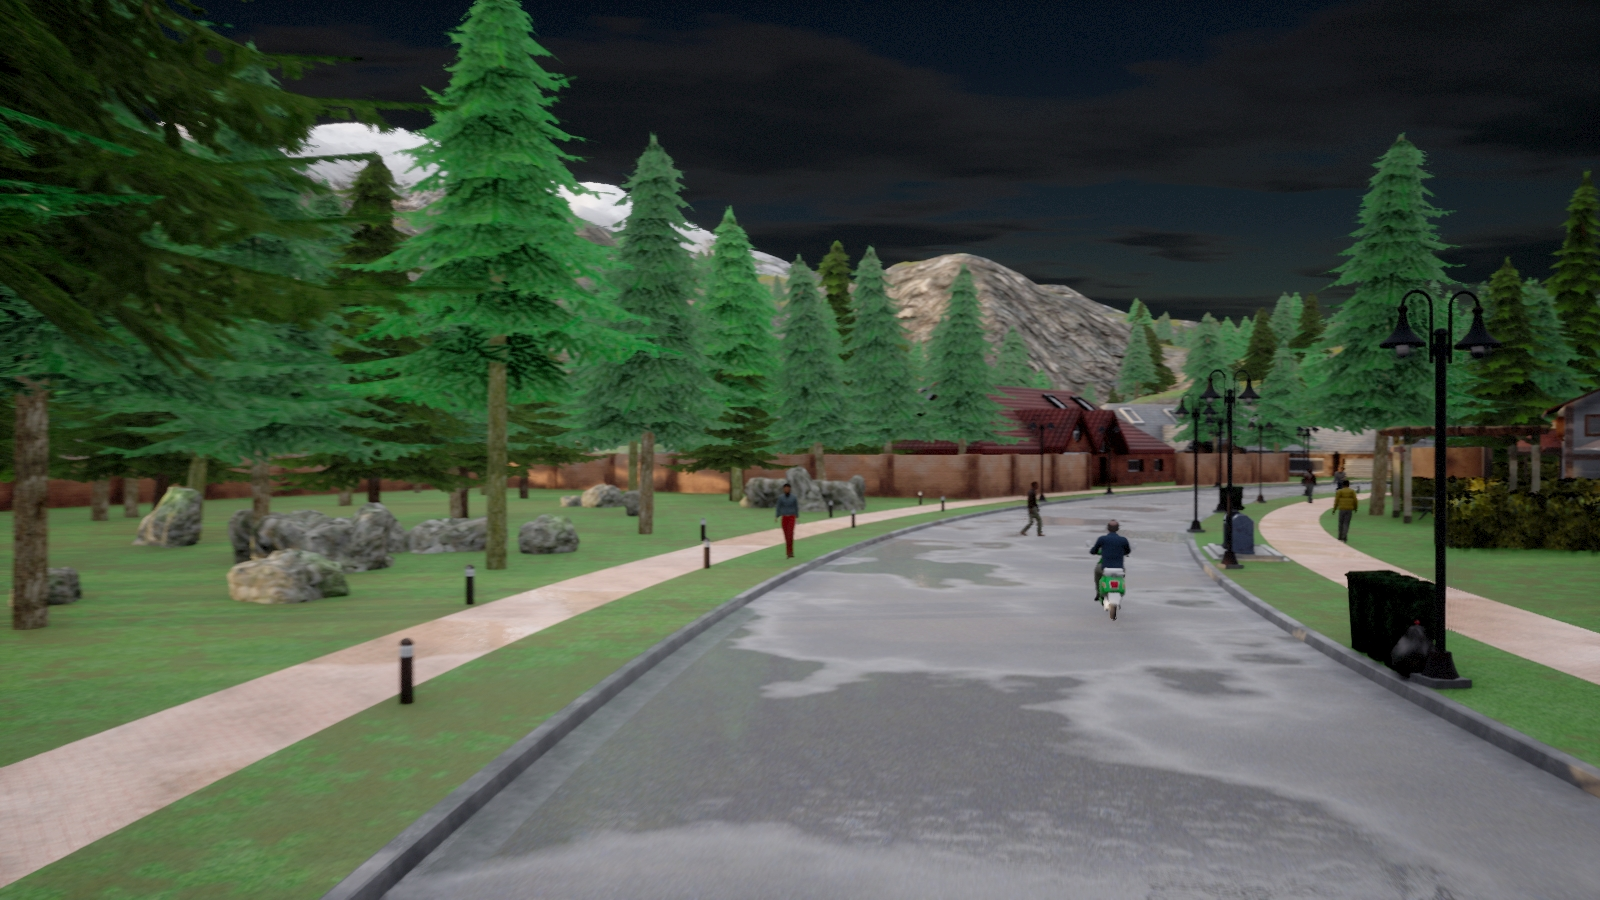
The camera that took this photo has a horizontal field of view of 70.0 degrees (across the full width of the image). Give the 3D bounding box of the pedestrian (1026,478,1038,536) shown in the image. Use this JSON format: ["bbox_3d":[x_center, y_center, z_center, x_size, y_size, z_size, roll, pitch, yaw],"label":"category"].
[{"bbox_3d":[7.422,1.821,36.574,0.375,1.860,0.375,0,0,11],"label":"pedestrian"}]

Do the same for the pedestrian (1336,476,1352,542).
[{"bbox_3d":[15.544,1.674,32.666,0.375,1.860,0.375,0,0,21],"label":"pedestrian"}]

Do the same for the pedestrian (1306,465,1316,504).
[{"bbox_3d":[24.973,1.683,55.846,0.375,1.860,0.375,0,0,36],"label":"pedestrian"}]

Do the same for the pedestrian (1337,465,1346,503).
[{"bbox_3d":[27.056,1.684,57.125,0.375,1.860,0.375,0,0,30],"label":"pedestrian"}]

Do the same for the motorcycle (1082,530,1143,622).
[{"bbox_3d":[5.291,2.103,19.443,0.856,1.334,1.805,2,0,11],"label":"motorcycle"}]

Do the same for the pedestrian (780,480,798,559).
[{"bbox_3d":[-0.255,1.665,27.476,0.375,1.860,0.375,0,0,8],"label":"pedestrian"}]
